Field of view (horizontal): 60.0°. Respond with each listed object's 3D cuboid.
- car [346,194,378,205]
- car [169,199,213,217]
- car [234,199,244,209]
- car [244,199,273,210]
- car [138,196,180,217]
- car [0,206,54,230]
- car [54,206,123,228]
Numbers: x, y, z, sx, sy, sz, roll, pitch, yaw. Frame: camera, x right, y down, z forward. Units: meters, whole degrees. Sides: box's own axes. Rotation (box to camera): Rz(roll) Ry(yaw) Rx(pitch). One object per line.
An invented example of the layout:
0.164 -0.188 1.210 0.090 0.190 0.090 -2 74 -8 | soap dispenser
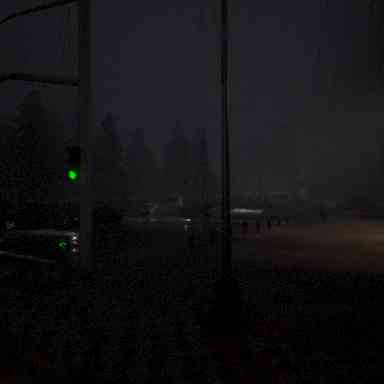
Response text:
30.219 1.414 59.753 4.553 1.767 2.097 -1 0 -13 | car
0.231 1.695 33.828 1.882 1.535 5.008 -1 -1 36 | car
8.464 1.803 51.223 2.033 1.411 5.357 -1 0 36 | car
9.853 1.709 47.185 2.128 1.511 4.902 -1 -1 36 | car
-3.186 1.480 35.073 2.150 2.045 5.566 -1 -1 36 | car
-11.606 1.762 23.277 1.837 1.490 4.892 -1 0 36 | car
-6.982 1.743 23.694 1.812 1.442 4.674 -1 0 35 | car
